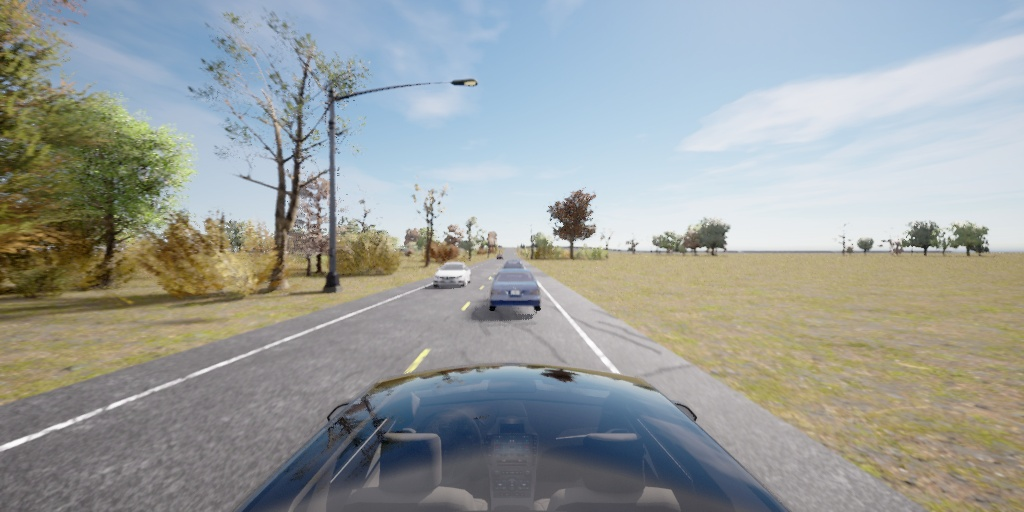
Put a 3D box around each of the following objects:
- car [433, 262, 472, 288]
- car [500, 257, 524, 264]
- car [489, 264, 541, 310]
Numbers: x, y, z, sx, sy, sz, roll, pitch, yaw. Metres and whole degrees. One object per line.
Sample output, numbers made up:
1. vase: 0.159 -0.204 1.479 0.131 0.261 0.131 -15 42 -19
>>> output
1. car: -3.586 1.105 22.202 1.812 1.442 4.674 0 0 0
2. car: 0.110 1.060 31.989 1.994 1.385 4.181 0 0 0
3. car: 0.107 1.196 14.010 2.033 1.411 5.357 0 1 0
